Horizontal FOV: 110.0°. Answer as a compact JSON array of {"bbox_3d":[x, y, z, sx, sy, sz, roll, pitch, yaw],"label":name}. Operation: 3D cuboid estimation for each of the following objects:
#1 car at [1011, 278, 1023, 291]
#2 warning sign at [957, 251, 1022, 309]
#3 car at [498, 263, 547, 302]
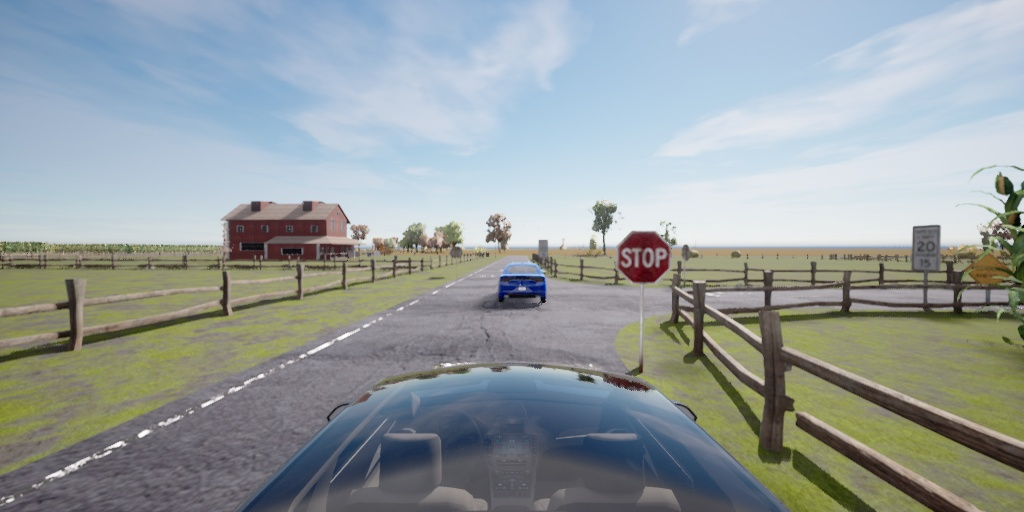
[{"bbox_3d":[27.318,1.078,17.231,4.902,1.511,2.128,0,1,1],"label":"car"},{"bbox_3d":[16.134,0.795,12.171,1.060,1.860,1.300,0,0,1],"label":"warning sign"},{"bbox_3d":[0.454,1.029,15.766,1.882,1.535,5.008,0,1,2],"label":"car"}]
